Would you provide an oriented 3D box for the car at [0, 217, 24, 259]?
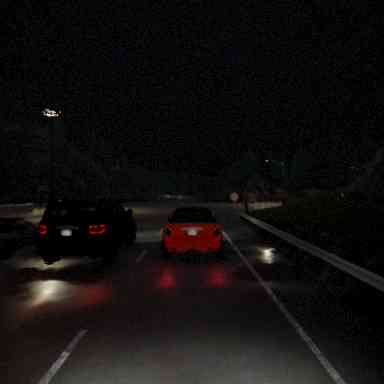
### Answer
[{"bbox_3d":[-6.977,1.595,12.468,1.895,1.301,4.718,0,0,0],"label":"car"}]

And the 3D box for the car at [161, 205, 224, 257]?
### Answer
[{"bbox_3d":[0.028,1.345,12.979,2.097,1.767,4.553,0,0,0],"label":"car"}]

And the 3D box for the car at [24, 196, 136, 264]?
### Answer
[{"bbox_3d":[-3.480,1.217,11.933,2.150,2.045,5.566,0,0,0],"label":"car"}]
